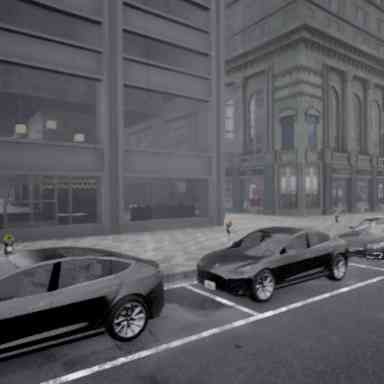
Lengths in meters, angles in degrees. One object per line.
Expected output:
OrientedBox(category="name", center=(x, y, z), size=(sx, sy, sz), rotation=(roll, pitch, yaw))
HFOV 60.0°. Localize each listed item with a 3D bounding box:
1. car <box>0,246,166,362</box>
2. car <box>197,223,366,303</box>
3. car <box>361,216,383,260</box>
OrientedBox(category="car", center=(-2.434, 1.570, 4.912), size=(4.313, 1.339, 1.947), rotation=(0, 0, -36))
OrientedBox(category="car", center=(2.142, 1.557, 8.203), size=(4.313, 1.339, 1.947), rotation=(0, 0, -36))
OrientedBox(category="car", center=(6.718, 1.529, 11.494), size=(4.403, 1.369, 2.008), rotation=(0, 0, -36))
